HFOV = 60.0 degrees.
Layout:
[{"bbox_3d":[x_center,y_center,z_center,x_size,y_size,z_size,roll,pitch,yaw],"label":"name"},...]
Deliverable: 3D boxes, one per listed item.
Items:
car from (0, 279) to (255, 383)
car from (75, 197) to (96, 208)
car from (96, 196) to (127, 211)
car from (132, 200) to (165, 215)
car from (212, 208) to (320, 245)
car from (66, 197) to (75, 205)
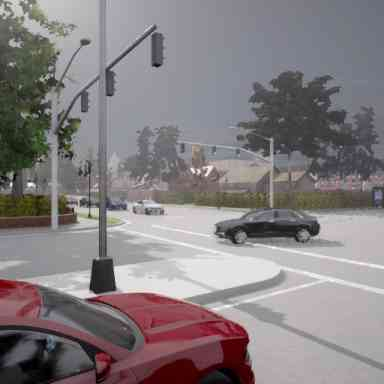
[{"bbox_3d":[-1.684,1.478,2.567,5.008,1.535,1.882,0,0,-35],"label":"car"},{"bbox_3d":[-15.214,1.505,49.045,1.837,1.490,4.892,0,0,-36],"label":"car"},{"bbox_3d":[-9.820,1.352,41.591,2.097,1.767,4.553,0,0,-36],"label":"car"},{"bbox_3d":[-4.613,1.526,34.387,1.812,1.442,4.674,0,0,-35],"label":"car"},{"bbox_3d":[3.348,1.505,15.219,4.892,1.490,1.837,0,-2,-9],"label":"car"},{"bbox_3d":[-21.012,1.564,57.108,1.994,1.385,4.181,0,0,-34],"label":"car"}]
